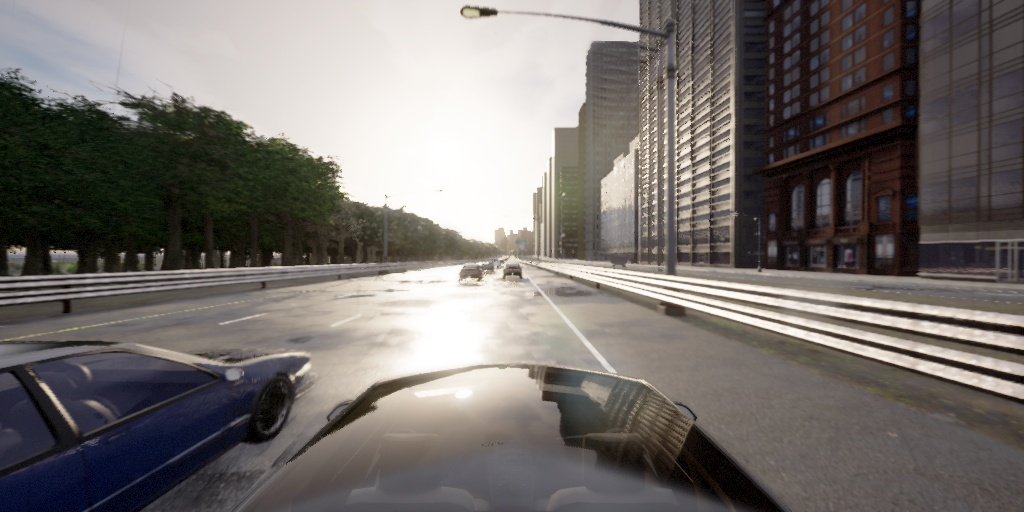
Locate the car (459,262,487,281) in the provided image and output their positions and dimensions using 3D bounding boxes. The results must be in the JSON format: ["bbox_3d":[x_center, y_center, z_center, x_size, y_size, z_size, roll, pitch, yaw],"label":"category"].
[{"bbox_3d":[-3.538,1.430,31.964,1.837,1.490,4.892,0,0,0],"label":"car"}]

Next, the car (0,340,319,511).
[{"bbox_3d":[-3.498,1.300,2.289,2.033,1.411,5.357,0,0,0],"label":"car"}]

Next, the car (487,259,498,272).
[{"bbox_3d":[-3.624,1.574,53.960,2.128,1.511,4.902,0,0,0],"label":"car"}]

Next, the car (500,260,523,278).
[{"bbox_3d":[0.050,1.460,36.474,1.837,1.490,4.892,0,0,0],"label":"car"}]
